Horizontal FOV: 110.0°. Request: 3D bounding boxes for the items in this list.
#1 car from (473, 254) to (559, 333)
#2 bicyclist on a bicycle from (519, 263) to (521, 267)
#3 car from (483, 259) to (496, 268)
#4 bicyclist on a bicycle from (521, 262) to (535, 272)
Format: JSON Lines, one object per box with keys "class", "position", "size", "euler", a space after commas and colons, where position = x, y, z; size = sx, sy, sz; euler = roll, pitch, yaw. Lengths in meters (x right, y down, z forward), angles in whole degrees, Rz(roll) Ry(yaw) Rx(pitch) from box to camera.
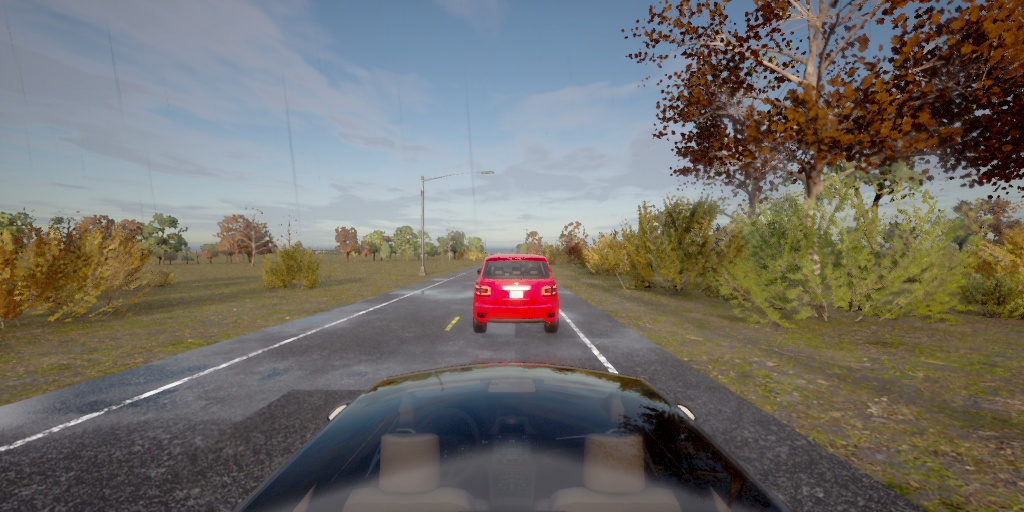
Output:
{"class": "car", "position": [0.088, 0.967, 10.854], "size": [2.150, 2.045, 5.566], "euler": [0, 0, 0]}
{"class": "bicyclist on a bicycle", "position": [0.891, 1.107, 28.573], "size": [0.659, 1.776, 1.843], "euler": [0, 0, 0]}
{"class": "car", "position": [-3.942, 1.274, 63.412], "size": [2.033, 1.411, 5.357], "euler": [0, 0, 0]}
{"class": "bicyclist on a bicycle", "position": [0.935, 1.112, 18.560], "size": [0.659, 1.776, 1.843], "euler": [0, 0, 0]}
